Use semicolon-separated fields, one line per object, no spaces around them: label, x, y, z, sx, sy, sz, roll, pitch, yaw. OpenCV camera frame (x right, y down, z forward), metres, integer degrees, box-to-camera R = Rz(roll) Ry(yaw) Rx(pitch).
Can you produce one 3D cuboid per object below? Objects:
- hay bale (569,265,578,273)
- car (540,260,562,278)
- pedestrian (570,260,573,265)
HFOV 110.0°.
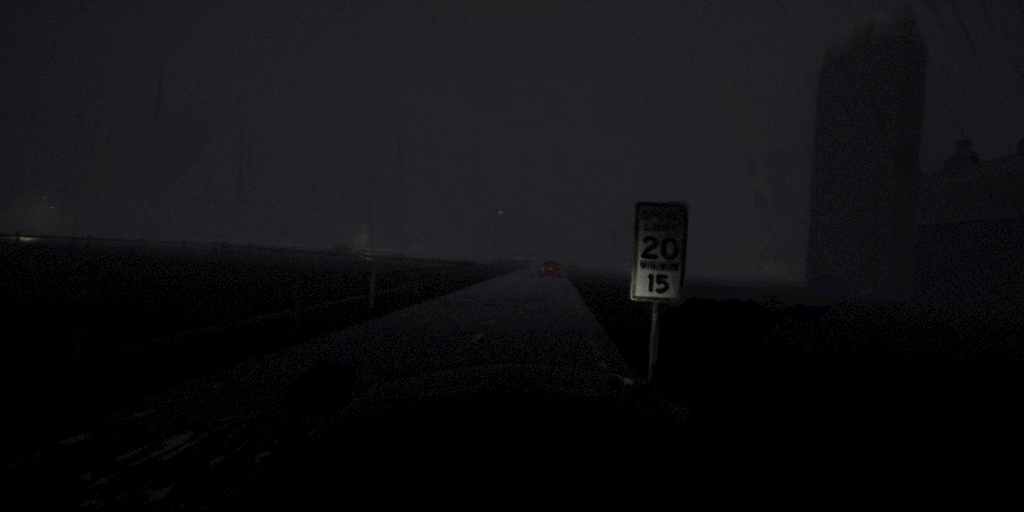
hay bale;8.646;1.806;50.406;1.220;1.180;1.240;0;0;7
car;3.987;1.272;36.766;2.097;1.767;4.553;3;0;7
pedestrian;8.532;1.443;51.555;0.375;1.860;0.375;3;1;6
